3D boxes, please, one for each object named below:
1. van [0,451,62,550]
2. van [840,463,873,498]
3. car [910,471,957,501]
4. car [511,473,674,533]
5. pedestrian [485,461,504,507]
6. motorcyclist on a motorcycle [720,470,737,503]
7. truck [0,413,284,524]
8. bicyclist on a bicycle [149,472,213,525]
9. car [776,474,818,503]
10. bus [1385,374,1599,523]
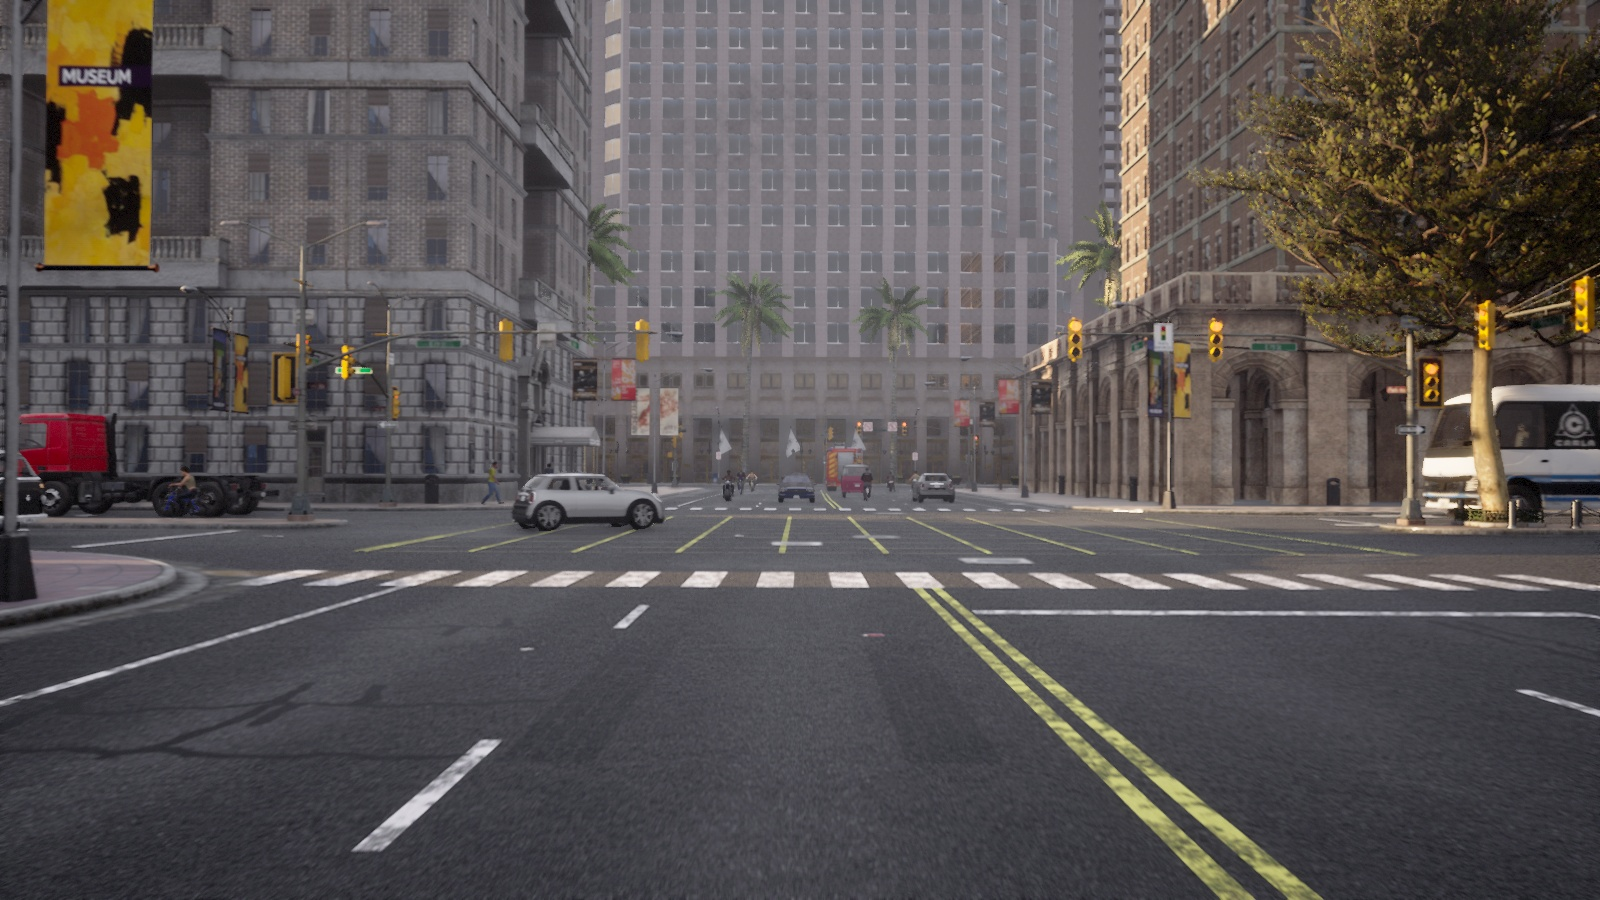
[{"bbox_3d":[-18.593,1.062,26.778,4.480,2.038,2.069,0,-1,0],"label":"van"},{"bbox_3d":[3.371,1.825,75.764,1.775,1.987,4.442,0,-1,0],"label":"van"},{"bbox_3d":[6.839,1.837,64.653,1.970,1.475,3.806,0,-1,0],"label":"car"},{"bbox_3d":[-5.501,1.361,33.328,3.806,1.475,1.970,0,-1,-29],"label":"car"},{"bbox_3d":[-12.393,1.376,50.944,0.706,1.836,0.354,0,-1,-9],"label":"pedestrian"},{"bbox_3d":[-3.658,1.860,64.420,0.766,1.649,2.350,0,-1,0],"label":"motorcyclist on a motorcycle"},{"bbox_3d":[-21.740,0.617,41.764,7.936,3.462,2.891,-1,-1,0],"label":"truck"},{"bbox_3d":[-18.831,1.468,38.240,1.509,1.612,0.866,0,-1,0],"label":"bicyclist on a bicycle"},{"bbox_3d":[-0.159,1.934,63.899,2.033,1.411,5.357,0,-1,0],"label":"car"},{"bbox_3d":[23.848,-0.018,38.099,10.273,4.253,3.944,0,-1,1],"label":"bus"}]
